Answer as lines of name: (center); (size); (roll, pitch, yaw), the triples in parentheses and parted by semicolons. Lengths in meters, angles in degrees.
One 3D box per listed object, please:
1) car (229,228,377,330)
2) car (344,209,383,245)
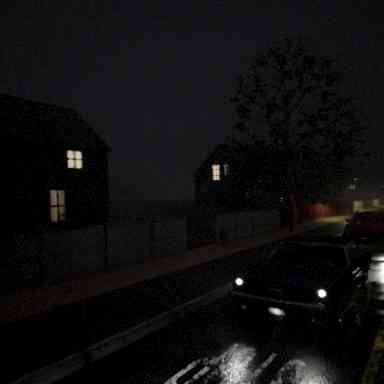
car: (2.679, 1.709, 7.402); (1.895, 1.301, 4.718); (-2, -1, 35)
car: (8.515, 1.646, 15.732); (1.882, 1.535, 5.008); (-2, -1, 35)
